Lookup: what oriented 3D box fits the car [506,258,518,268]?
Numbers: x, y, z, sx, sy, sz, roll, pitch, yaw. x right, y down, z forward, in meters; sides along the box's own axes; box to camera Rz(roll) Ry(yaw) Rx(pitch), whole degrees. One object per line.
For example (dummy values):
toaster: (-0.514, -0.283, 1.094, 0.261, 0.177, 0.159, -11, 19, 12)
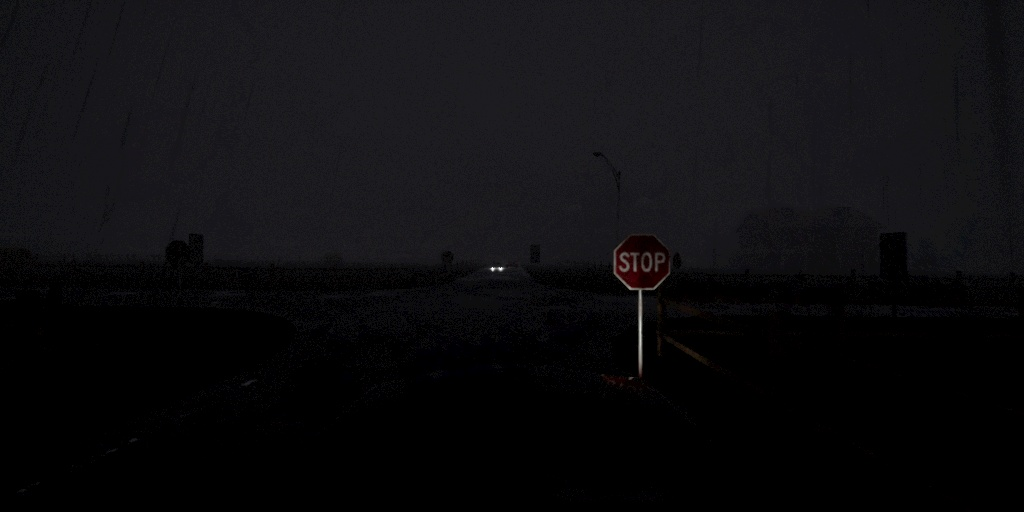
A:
car: (-0.004, 1.335, 61.864, 1.994, 1.385, 4.181, 0, 0, 0)
